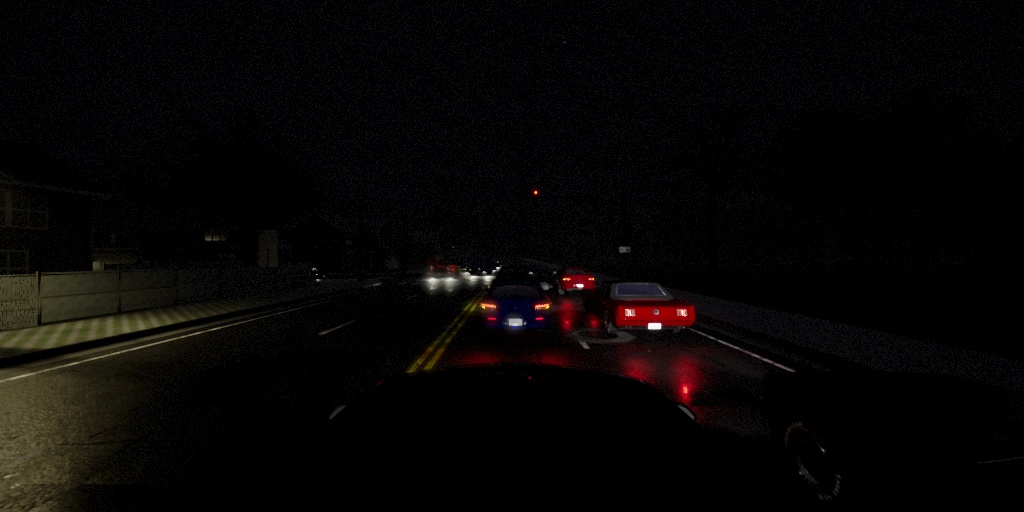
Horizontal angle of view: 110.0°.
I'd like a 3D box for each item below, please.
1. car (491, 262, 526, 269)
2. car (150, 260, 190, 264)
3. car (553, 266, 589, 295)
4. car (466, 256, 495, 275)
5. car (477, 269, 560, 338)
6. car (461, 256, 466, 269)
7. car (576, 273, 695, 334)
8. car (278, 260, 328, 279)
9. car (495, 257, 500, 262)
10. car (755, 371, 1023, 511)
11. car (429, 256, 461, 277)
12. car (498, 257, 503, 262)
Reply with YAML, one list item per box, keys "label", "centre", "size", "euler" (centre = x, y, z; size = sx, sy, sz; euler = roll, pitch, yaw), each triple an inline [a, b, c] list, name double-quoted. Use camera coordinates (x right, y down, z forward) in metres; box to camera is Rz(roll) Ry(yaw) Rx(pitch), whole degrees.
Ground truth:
- label: "car"
  centre: [0.071, 1.255, 19.364]
  size: [1.837, 1.490, 4.892]
  euler: [0, 0, 0]
- label: "car"
  centre: [-28.436, 1.148, 30.444]
  size: [4.553, 1.767, 2.097]
  euler: [0, 0, 0]
- label: "car"
  centre: [3.323, 1.276, 19.690]
  size: [1.812, 1.442, 4.674]
  euler: [0, 0, 0]
- label: "car"
  centre: [-3.325, 0.967, 39.237]
  size: [2.150, 2.045, 5.566]
  euler: [0, 0, 0]
- label: "car"
  centre: [0.089, 1.276, 10.102]
  size: [1.812, 1.442, 4.674]
  euler: [0, 0, 0]
- label: "car"
  centre: [-6.555, 0.959, 47.587]
  size: [2.150, 2.045, 5.566]
  euler: [0, 0, 1]
- label: "car"
  centre: [3.342, 1.351, 10.582]
  size: [1.895, 1.301, 4.718]
  euler: [0, 0, 0]
- label: "car"
  centre: [-18.192, 1.131, 30.416]
  size: [4.553, 1.767, 2.097]
  euler: [0, 0, 0]
- label: "car"
  centre: [-3.304, 1.283, 52.210]
  size: [2.033, 1.411, 5.357]
  euler: [0, 0, 0]
- label: "car"
  centre: [3.348, 1.351, 1.414]
  size: [1.895, 1.301, 4.718]
  euler: [0, 0, 0]
- label: "car"
  centre: [-6.573, 1.099, 34.822]
  size: [2.097, 1.767, 4.553]
  euler: [0, 0, 0]
- label: "car"
  centre: [-3.263, 1.077, 64.440]
  size: [2.097, 1.767, 4.553]
  euler: [0, 0, 0]
